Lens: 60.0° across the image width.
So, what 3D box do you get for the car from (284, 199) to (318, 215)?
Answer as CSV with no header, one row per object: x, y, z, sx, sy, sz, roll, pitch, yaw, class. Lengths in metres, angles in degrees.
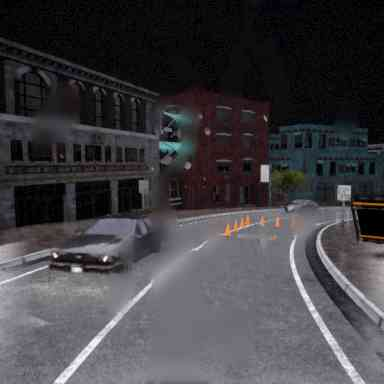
11.489,1.510,34.874,2.128,1.511,4.902,4,2,45,car

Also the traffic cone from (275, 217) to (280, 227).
5.670,1.971,22.006,0.340,0.580,0.340,2,1,18,traffic cone

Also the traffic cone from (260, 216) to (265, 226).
4.730,1.933,22.328,0.340,0.580,0.340,2,1,19,traffic cone

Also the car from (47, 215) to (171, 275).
-2.180,1.474,10.596,2.033,1.411,5.357,1,0,13,car

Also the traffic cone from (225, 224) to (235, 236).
1.841,1.904,16.983,0.340,0.580,0.340,2,0,19,traffic cone

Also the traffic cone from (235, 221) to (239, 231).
2.491,1.903,18.874,0.340,0.580,0.340,2,1,19,traffic cone

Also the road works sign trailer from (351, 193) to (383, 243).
7.114,1.154,10.546,3.560,2.380,2.880,2,45,37,road works sign trailer

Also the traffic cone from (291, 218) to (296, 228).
6.616,2.009,21.686,0.340,0.580,0.340,2,1,19,traffic cone
